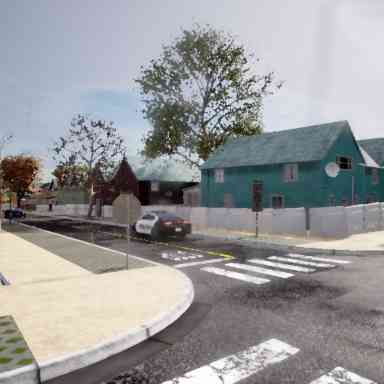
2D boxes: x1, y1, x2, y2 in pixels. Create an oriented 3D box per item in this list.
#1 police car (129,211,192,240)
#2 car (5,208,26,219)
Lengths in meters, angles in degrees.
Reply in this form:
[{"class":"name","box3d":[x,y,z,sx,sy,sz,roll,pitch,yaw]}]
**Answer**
[{"class":"police car","box3d":[-2.154,1.918,19.802,2.038,1.542,4.974,1,-2,-36]},{"class":"car","box3d":[-23.313,2.744,43.918,1.994,1.385,4.181,1,-2,-36]}]
